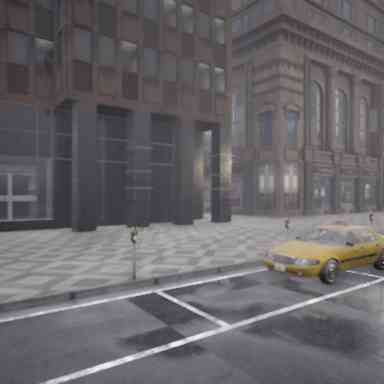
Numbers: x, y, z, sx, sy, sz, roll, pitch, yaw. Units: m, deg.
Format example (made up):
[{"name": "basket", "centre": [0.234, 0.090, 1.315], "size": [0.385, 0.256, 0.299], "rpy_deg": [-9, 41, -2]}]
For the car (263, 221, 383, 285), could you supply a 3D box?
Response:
[{"name": "car", "centre": [4.125, 1.545, 9.589], "size": [4.829, 1.417, 1.752], "rpy_deg": [0, 0, -35]}]
